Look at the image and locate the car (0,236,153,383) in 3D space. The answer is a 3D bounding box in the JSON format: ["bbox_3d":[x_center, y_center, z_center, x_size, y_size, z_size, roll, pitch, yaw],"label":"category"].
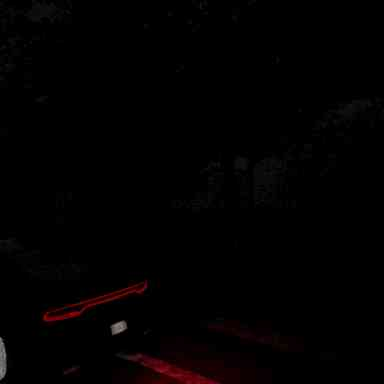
[{"bbox_3d":[-2.891,1.479,5.440,5.008,1.535,1.882,0,0,36],"label":"car"}]
